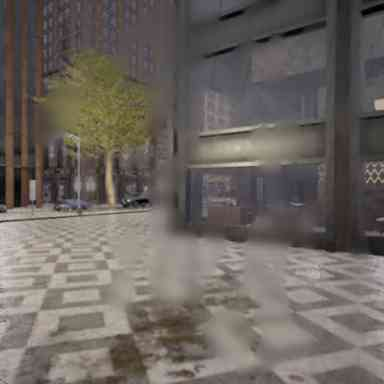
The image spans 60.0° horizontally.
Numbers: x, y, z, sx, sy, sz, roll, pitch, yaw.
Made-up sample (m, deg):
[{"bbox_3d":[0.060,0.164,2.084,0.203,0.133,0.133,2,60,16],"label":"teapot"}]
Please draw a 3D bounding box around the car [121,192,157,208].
[{"bbox_3d":[-7.136,1.079,45.532,2.150,2.045,5.566,0,0,36],"label":"car"}]

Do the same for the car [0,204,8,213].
[{"bbox_3d":[-19.068,1.461,28.982,2.033,1.411,5.357,0,0,36],"label":"car"}]

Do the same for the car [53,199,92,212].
[{"bbox_3d":[-13.253,1.445,37.064,1.994,1.385,4.181,0,0,35],"label":"car"}]
